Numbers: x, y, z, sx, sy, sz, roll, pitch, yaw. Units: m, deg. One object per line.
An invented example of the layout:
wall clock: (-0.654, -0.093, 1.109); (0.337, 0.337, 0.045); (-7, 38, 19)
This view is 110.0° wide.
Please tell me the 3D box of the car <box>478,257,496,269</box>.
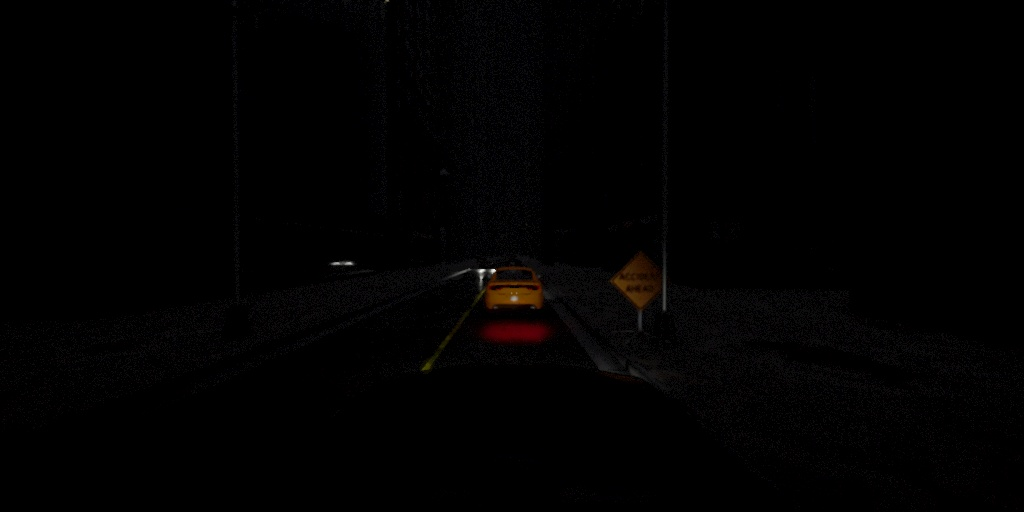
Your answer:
car: (-3.066, 0.877, 45.629); (1.812, 1.442, 4.674); (0, 1, 0)

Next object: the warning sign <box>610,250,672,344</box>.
warning sign: (2.720, 0.811, 7.643); (1.300, 1.860, 1.060); (0, 0, 0)

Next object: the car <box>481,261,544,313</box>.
car: (0.083, 1.120, 13.360); (1.882, 1.535, 5.008); (0, 1, 0)

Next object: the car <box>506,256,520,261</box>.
car: (0.098, 1.013, 30.352); (1.812, 1.442, 4.674); (0, 1, 0)
